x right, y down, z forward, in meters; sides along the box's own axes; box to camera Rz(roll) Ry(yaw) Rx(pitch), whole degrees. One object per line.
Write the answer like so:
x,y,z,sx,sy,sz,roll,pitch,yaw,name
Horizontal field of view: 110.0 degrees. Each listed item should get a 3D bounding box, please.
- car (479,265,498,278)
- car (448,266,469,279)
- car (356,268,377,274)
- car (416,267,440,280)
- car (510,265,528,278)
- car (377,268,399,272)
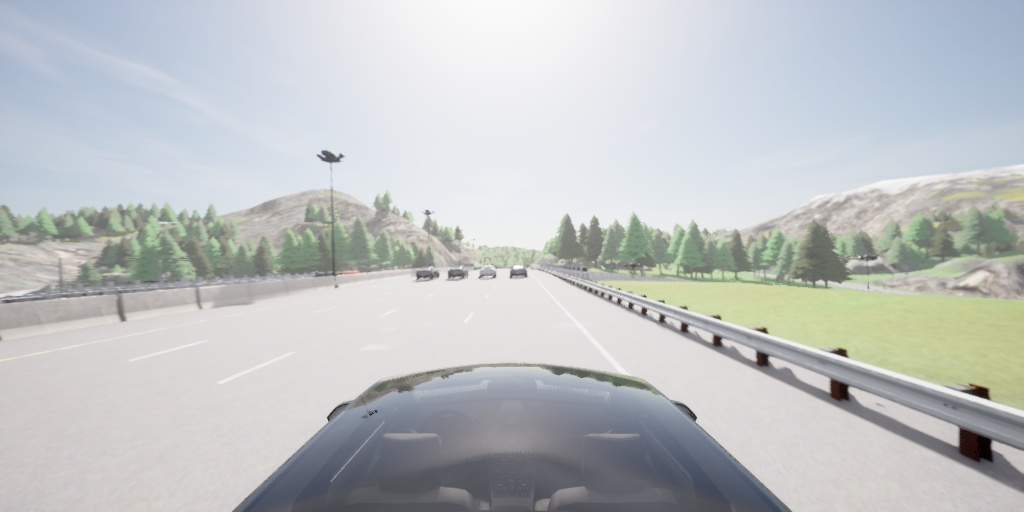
-2.734,1.799,41.819,1.812,1.442,4.674,-2,-1,1,car
-6.232,1.880,41.797,2.128,1.511,4.902,-2,-1,1,car
-23.533,2.888,59.533,1.895,1.301,4.718,-2,-1,1,car
-9.731,1.995,41.767,2.128,1.511,4.902,-2,-1,1,car
0.754,1.712,41.051,1.994,1.385,4.181,-2,-1,1,car
-20.051,2.651,59.635,1.882,1.535,5.008,-2,-1,1,car
